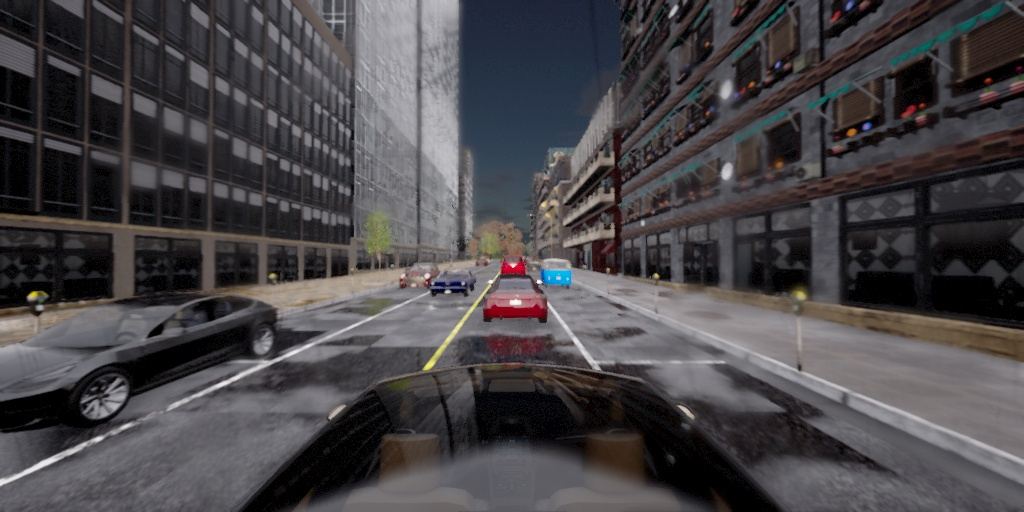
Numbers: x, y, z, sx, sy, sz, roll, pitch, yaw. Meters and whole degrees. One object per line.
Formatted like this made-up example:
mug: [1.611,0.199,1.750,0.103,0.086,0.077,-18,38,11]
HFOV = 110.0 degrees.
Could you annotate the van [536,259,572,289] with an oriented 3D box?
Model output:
van: [2.695,1.068,22.696,1.690,1.789,3.998,0,0,0]

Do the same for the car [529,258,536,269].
car: [2.698,1.253,45.324,2.007,1.370,4.403,0,0,0]

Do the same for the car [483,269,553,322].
car: [0.103,1.302,12.304,1.994,1.385,4.181,0,0,0]

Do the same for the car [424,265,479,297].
car: [-2.997,1.363,18.942,1.895,1.301,4.718,0,0,0]

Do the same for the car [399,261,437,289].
car: [-5.686,1.167,22.690,1.967,1.591,4.097,0,0,0]

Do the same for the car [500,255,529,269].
car: [0.105,0.938,32.626,2.150,2.045,5.566,0,0,0]

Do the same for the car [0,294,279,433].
car: [-5.688,1.311,5.718,1.948,1.339,4.313,0,0,0]
